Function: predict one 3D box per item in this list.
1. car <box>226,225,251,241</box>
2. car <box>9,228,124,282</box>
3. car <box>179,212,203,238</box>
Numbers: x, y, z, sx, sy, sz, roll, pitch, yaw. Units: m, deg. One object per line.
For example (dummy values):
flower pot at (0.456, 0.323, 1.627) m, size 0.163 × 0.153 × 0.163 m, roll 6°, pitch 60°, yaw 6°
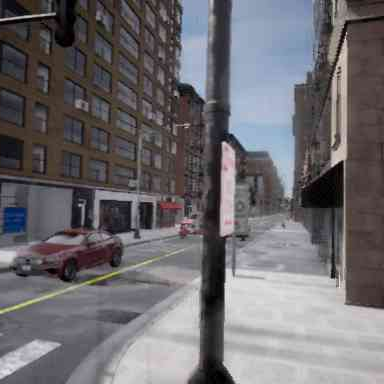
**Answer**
car at (3.561, 3.034, 26.840) m, size 1.837 × 1.490 × 4.892 m, roll 1°, pitch -3°, yaw 17°
car at (-4.040, 2.021, 11.648) m, size 1.812 × 1.442 × 4.674 m, roll 1°, pitch -3°, yaw 16°
car at (0.737, 2.674, 27.327) m, size 2.150 × 2.045 × 5.566 m, roll 1°, pitch -3°, yaw 17°
